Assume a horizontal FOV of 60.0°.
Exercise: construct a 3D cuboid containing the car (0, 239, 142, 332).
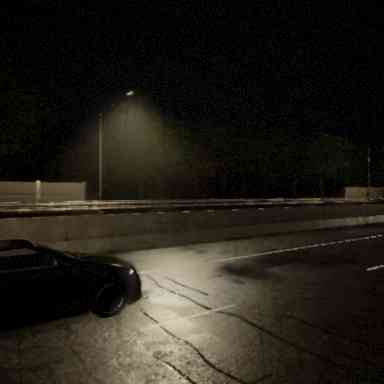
[{"bbox_3d":[-3.037,1.565,6.001,4.181,1.385,1.994,0,0,-35],"label":"car"}]
